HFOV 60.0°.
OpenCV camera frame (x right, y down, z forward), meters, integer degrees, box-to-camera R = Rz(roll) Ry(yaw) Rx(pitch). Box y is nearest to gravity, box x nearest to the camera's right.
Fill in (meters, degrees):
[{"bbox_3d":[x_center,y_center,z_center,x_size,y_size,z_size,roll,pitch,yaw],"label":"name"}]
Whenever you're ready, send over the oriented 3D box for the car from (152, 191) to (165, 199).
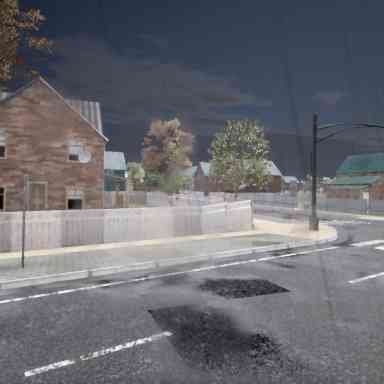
[{"bbox_3d":[-6.225,0.639,61.693,1.812,1.442,4.674,1,1,-20],"label":"car"}]
